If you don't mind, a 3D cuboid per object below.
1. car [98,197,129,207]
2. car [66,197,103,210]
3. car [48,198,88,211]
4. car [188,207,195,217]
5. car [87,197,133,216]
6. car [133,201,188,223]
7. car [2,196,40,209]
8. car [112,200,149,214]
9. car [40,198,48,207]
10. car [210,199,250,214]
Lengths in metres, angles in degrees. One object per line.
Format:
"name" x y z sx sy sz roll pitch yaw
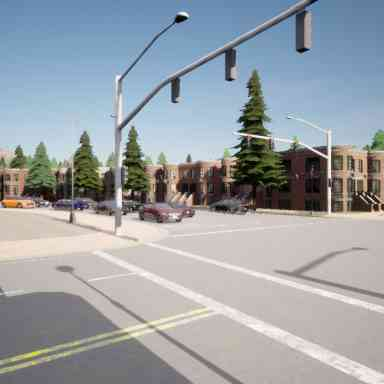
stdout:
"car" -12.135 1.505 51.152 4.892 1.490 1.837 0 0 34
"car" -14.256 1.492 43.852 4.902 1.511 2.128 0 0 36
"car" -14.898 1.601 40.030 4.718 1.301 1.895 0 0 38
"car" -1.553 1.564 30.084 1.994 1.385 4.181 0 0 -37
"car" -8.215 1.547 33.250 2.033 1.411 5.357 0 0 -38
"car" -2.543 1.526 25.566 1.812 1.442 4.674 0 0 -35
"car" -23.615 1.352 45.436 4.553 1.767 2.097 0 0 25
"car" -6.908 1.601 37.017 1.895 1.301 4.718 0 0 -41
"car" -23.202 1.492 49.116 4.902 1.511 2.128 0 0 23
"car" 3.891 1.491 34.878 2.128 1.511 4.902 0 0 -35
